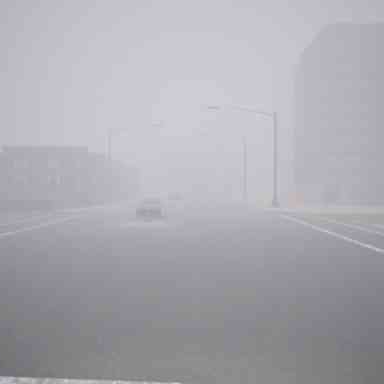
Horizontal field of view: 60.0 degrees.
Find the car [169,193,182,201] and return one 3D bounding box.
[{"bbox_3d":[-2.675,0.782,53.069,1.994,1.385,4.181,0,1,1],"label":"car"}]

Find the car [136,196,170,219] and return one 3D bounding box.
[{"bbox_3d":[-3.106,1.203,25.858,1.882,1.535,5.008,0,1,1],"label":"car"}]
